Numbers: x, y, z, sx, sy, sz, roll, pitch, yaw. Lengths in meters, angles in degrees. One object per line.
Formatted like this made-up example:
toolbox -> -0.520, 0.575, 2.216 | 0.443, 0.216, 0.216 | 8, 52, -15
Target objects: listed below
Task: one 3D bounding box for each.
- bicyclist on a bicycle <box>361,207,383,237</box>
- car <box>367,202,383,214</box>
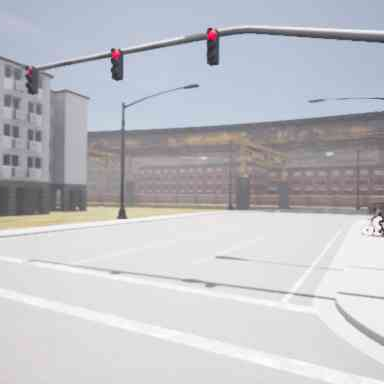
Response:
bicyclist on a bicycle -> 10.124, 1.643, 18.112 | 1.656, 1.620, 0.582 | 0, -1, 28
car -> 25.660, 2.107, 43.802 | 4.553, 1.767, 2.097 | 1, -1, -10
